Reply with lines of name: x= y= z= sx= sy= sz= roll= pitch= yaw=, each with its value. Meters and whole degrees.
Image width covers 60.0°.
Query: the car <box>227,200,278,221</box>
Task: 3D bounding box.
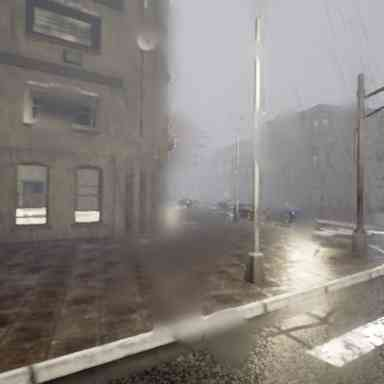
car: x=4.797 y=1.558 z=26.921 sx=1.947 sy=1.339 sz=4.313 roll=1 pitch=0 yaw=-15

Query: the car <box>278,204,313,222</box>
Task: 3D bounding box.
car: x=7.491 y=1.625 z=26.416 sx=1.895 sy=1.301 sz=4.718 roll=1 pitch=0 yaw=-15

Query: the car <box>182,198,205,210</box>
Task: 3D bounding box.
car: x=0.388 y=1.638 z=42.958 sx=1.802 sy=1.307 sz=4.206 roll=1 pitch=0 yaw=-15

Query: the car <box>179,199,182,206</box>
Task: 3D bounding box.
car: x=-0.893 y=1.694 z=57.191 sx=2.033 sy=1.411 sz=5.357 roll=1 pitch=0 yaw=-15

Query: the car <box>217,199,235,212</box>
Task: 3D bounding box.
car: x=4.358 y=1.561 z=37.837 sx=2.128 sy=1.511 sz=4.902 roll=1 pitch=0 yaw=-15
